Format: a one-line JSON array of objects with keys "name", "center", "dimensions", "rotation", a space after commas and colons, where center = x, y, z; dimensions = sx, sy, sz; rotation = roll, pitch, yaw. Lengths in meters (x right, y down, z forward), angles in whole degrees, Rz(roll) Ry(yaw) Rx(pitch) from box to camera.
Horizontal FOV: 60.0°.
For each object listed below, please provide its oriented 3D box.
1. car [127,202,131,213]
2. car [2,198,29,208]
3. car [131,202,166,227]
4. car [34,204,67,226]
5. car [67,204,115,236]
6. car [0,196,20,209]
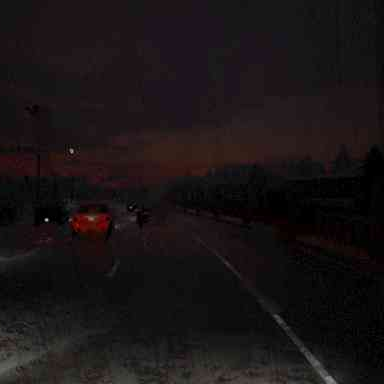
[{"name": "car", "center": [-6.857, 1.813, 40.035], "dimensions": [1.895, 1.301, 4.718], "rotation": [0, 0, -14]}, {"name": "car", "center": [-21.992, 1.850, 42.193], "dimensions": [1.994, 1.385, 4.181], "rotation": [0, 0, -14]}, {"name": "car", "center": [-3.025, 1.607, 23.847], "dimensions": [2.128, 1.511, 4.902], "rotation": [0, 0, -12]}, {"name": "car", "center": [-10.448, 1.656, 25.032], "dimensions": [1.837, 1.490, 4.892], "rotation": [0, 0, -13]}, {"name": "car", "center": [-5.701, 1.458, 19.595], "dimensions": [2.097, 1.767, 4.553], "rotation": [0, 0, -11]}, {"name": "car", "center": [-27.560, 1.571, 50.307], "dimensions": [2.150, 2.045, 5.566], "rotation": [0, 0, -13]}]
